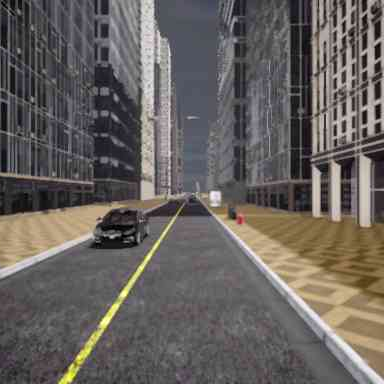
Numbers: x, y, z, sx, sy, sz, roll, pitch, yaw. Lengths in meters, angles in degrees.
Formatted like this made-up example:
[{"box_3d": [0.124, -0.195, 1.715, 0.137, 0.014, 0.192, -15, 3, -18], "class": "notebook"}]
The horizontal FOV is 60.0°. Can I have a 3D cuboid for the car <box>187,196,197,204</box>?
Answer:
[{"box_3d": [0.012, 1.486, 66.919, 1.837, 1.490, 4.892, 0, 0, 0], "class": "car"}]

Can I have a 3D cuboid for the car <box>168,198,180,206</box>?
[{"box_3d": [-3.040, 1.597, 56.132, 1.895, 1.301, 4.718, 0, 0, 1], "class": "car"}]

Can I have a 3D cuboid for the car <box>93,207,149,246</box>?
[{"box_3d": [-3.096, 1.505, 15.291, 1.837, 1.490, 4.892, 0, 0, 0], "class": "car"}]

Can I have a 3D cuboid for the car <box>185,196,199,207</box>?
[{"box_3d": [0.012, 1.489, 52.705, 2.128, 1.511, 4.902, 0, 0, 0], "class": "car"}]

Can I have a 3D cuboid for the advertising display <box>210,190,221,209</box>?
[{"box_3d": [3.138, 1.023, 44.314, 1.540, 2.440, 0.280, 0, 0, 0], "class": "advertising display"}]
